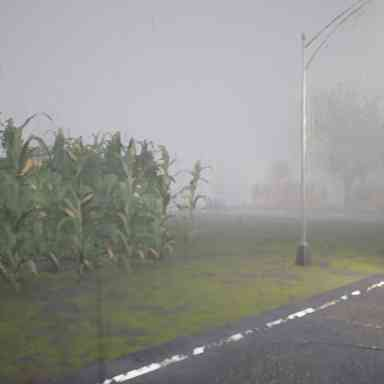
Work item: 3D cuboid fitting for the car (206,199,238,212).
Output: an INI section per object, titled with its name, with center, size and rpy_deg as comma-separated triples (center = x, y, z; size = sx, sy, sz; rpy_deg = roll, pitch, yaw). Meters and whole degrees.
[car]
center = 3.977, 1.712, 44.718
size = 2.097, 1.767, 4.553
rpy_deg = 0, 0, -40
